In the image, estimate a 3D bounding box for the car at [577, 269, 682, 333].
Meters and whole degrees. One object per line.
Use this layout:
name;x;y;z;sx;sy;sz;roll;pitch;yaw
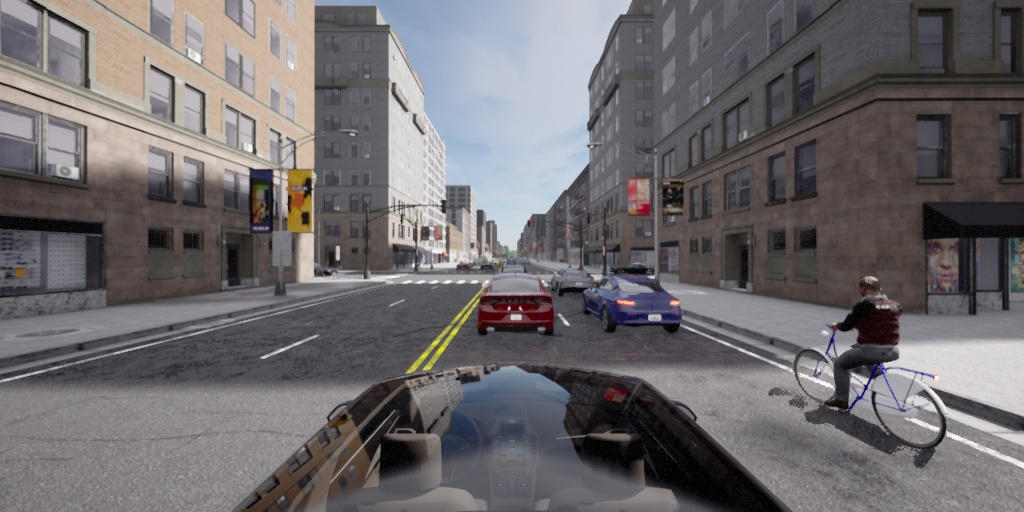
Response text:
car;3.336;1.272;10.664;1.812;1.442;4.674;0;0;0

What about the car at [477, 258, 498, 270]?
car;-3.402;1.341;50.487;1.895;1.301;4.718;0;0;0

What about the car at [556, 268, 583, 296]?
car;3.230;1.308;19.263;1.994;1.385;4.181;0;0;0

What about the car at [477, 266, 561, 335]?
car;0.091;1.224;10.523;1.882;1.535;5.008;0;0;0

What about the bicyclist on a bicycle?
bicyclist on a bicycle;4.142;1.119;4.348;0.659;1.776;1.843;0;0;0

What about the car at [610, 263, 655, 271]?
car;12.547;1.384;37.151;4.718;1.301;1.895;0;0;-2

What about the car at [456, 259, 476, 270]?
car;-6.663;1.341;50.435;1.895;1.301;4.718;0;0;0

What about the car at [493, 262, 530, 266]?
car;0.079;1.249;20.007;1.837;1.490;4.892;0;0;0

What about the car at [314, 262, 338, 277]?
car;-19.680;1.264;34.388;5.357;1.411;2.033;0;0;0
